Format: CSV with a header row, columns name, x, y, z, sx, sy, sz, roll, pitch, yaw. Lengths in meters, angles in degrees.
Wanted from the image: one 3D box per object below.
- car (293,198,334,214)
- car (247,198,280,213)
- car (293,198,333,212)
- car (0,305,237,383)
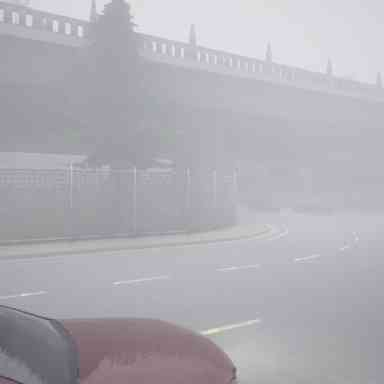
name,x,y,z,sx,sy,sz,roll,pitch,yaw
car,12.713,1.600,35.215,1.895,1.301,4.718,0,0,-16
car,8.025,1.491,37.699,2.128,1.511,4.902,0,0,-20
car,14.542,1.504,40.363,1.837,1.490,4.892,0,0,-19
car,-1.824,1.525,2.185,4.674,1.442,1.812,0,0,-27
